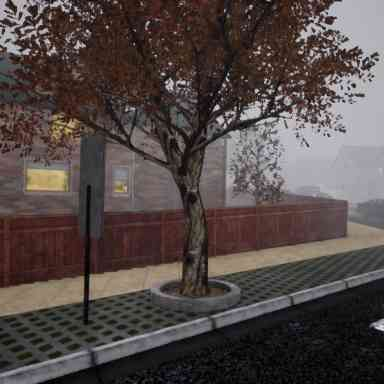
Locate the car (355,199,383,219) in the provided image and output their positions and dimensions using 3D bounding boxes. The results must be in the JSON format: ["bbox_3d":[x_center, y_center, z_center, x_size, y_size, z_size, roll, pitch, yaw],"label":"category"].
[{"bbox_3d":[12.827,1.174,21.705,2.033,1.411,5.357,1,2,-3],"label":"car"}]

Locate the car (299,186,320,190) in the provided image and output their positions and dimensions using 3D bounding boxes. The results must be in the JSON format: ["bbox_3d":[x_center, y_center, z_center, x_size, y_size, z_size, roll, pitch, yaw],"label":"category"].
[{"bbox_3d":[14.617,0.248,42.771,2.150,2.045,5.566,1,2,-3],"label":"car"}]

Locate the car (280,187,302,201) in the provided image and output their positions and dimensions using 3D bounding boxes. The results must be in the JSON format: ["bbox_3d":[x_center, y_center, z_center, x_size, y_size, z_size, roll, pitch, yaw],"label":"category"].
[{"bbox_3d":[11.715,0.454,41.939,1.882,1.535,5.008,1,2,-3],"label":"car"}]

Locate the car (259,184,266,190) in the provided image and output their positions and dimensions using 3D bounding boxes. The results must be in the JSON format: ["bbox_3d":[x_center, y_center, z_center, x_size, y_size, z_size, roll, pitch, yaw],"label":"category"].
[{"bbox_3d":[13.442,-0.402,64.071,2.150,2.045,5.566,1,0,-4],"label":"car"}]

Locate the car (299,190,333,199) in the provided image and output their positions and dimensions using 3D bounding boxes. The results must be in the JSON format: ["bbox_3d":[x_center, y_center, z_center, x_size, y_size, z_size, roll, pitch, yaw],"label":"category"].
[{"bbox_3d":[12.276,0.867,31.658,1.994,1.385,4.181,1,2,-3],"label":"car"}]
